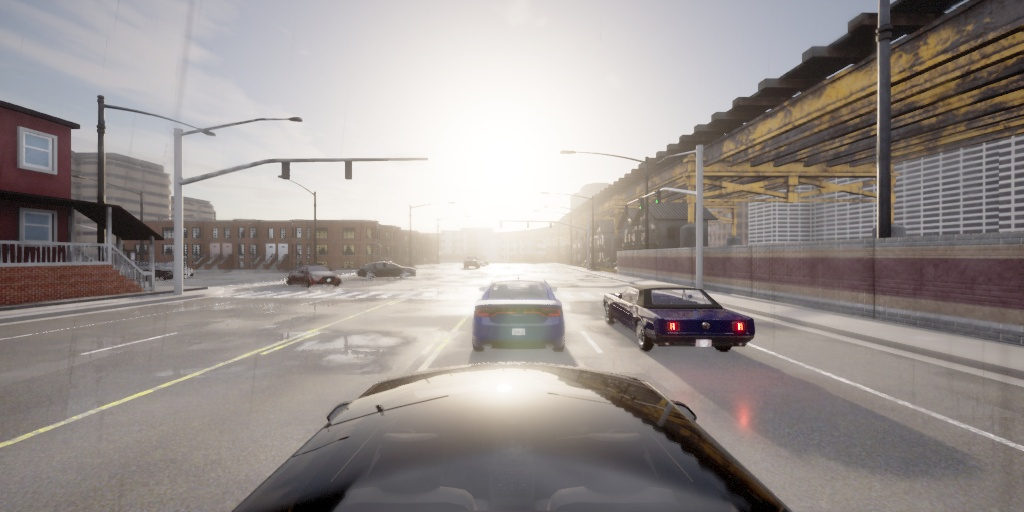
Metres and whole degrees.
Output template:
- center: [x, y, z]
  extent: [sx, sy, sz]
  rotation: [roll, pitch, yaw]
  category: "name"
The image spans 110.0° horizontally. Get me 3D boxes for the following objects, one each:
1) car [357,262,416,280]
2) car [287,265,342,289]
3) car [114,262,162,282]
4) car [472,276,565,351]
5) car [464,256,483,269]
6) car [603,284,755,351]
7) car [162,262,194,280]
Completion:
- center: [-10.989, 1.256, 31.544]
  extent: [4.892, 1.490, 1.837]
  rotation: [0, 1, -21]
  category: "car"
- center: [-12.915, 1.314, 23.458]
  extent: [4.181, 1.385, 1.994]
  rotation: [0, 0, 38]
  category: "car"
- center: [-29.060, 1.314, 26.457]
  extent: [4.181, 1.385, 1.994]
  rotation: [0, 0, 1]
  category: "car"
- center: [0.157, 1.228, 9.003]
  extent: [1.882, 1.535, 5.008]
  rotation: [0, 0, 1]
  category: "car"
- center: [-6.362, 0.971, 57.611]
  extent: [2.150, 2.045, 5.566]
  rotation: [0, 0, 1]
  category: "car"
- center: [3.656, 1.351, 8.964]
  extent: [1.895, 1.301, 4.718]
  rotation: [0, 0, 1]
  category: "car"
- center: [-29.440, 1.241, 29.963]
  extent: [4.902, 1.511, 2.128]
  rotation: [0, 0, 1]
  category: "car"
